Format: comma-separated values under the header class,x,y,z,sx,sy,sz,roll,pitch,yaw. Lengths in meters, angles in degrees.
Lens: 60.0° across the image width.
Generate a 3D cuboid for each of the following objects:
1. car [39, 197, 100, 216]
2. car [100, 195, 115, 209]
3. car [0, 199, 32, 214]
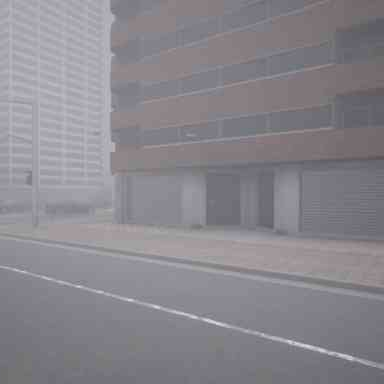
class,x,y,z,sx,sy,sz,roll,pitch,yaw
car,-11.933,1.477,32.751,1.882,1.535,5.008,0,0,35
car,-12.779,1.505,44.135,1.837,1.490,4.892,0,0,35
car,-18.731,1.478,35.579,1.882,1.535,5.008,0,0,35
